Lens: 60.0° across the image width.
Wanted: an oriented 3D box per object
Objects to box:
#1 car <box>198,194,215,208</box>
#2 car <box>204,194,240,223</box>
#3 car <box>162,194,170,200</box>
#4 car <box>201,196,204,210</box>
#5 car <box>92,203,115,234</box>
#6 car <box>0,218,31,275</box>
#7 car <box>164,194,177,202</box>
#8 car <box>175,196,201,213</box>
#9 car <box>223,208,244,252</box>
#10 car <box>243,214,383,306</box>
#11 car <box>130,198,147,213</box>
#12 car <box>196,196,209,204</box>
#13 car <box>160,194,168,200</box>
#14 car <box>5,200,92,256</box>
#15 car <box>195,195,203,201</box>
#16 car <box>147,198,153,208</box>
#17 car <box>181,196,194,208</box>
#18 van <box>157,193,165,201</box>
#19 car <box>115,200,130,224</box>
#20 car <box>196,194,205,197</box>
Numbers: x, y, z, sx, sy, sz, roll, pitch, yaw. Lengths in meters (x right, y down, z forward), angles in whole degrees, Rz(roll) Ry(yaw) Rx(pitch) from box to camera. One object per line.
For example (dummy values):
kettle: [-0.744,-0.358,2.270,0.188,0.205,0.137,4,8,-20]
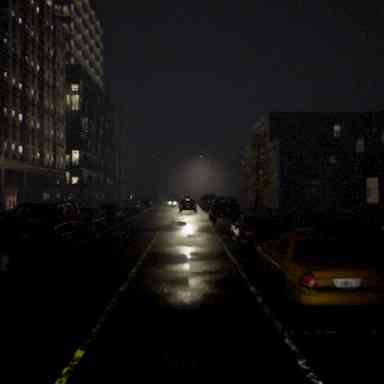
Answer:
car: [1.960,1.169,46.513,2.192,1.841,5.009,0,0,-1]
car: [2.317,1.230,24.368,2.192,1.841,5.009,0,0,-1]
car: [-7.134,1.355,90.671,1.802,1.307,4.206,0,0,-1]
car: [2.135,1.409,35.611,1.752,1.417,4.829,0,0,-1]
car: [-5.974,1.504,18.700,2.008,1.369,4.403,0,0,-1]
car: [-5.795,1.539,7.627,2.008,1.369,4.403,0,0,-1]
car: [-4.121,1.315,70.529,2.128,1.511,4.902,0,0,-1]
car: [-0.442,1.440,34.803,2.033,1.411,5.357,0,0,-1]
car: [2.495,1.531,13.296,1.802,1.307,4.206,0,0,-1]
car: [2.581,1.492,7.929,1.752,1.417,4.829,0,0,-1]
car: [-6.239,1.431,35.139,1.752,1.417,4.829,0,0,-1]
car: [1.780,1.391,57.586,1.947,1.339,4.313,0,0,-1]
car: [-7.042,1.309,84.965,1.752,1.417,4.829,0,0,-1]
car: [-5.884,1.286,13.162,2.192,1.841,5.009,0,0,-1]
car: [1.513,1.368,74.195,1.802,1.307,4.206,0,0,-1]
car: [-6.420,1.441,46.381,1.947,1.339,4.313,0,0,-1]
car: [-0.635,1.367,46.676,1.837,1.490,4.892,0,1,-1]
van: [-6.866,1.148,74.062,1.690,1.788,3.998,0,0,-1]
car: [-6.063,1.481,24.236,1.887,1.381,4.507,0,0,-1]
car: [2.049,1.184,40.977,2.192,1.841,5.009,0,0,-1]
